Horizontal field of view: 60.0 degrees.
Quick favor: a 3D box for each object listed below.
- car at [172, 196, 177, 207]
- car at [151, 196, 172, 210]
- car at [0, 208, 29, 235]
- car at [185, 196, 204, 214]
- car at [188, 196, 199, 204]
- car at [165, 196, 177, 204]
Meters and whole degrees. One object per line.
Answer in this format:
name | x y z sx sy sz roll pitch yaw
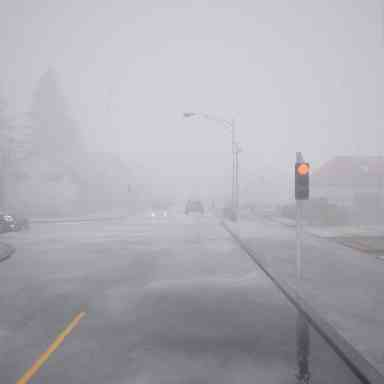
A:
car | -3.934 1.352 52.306 2.097 1.767 4.553 0 0 0
car | -3.971 1.505 42.263 1.837 1.490 4.892 0 0 0
car | -11.320 1.352 17.954 4.553 1.767 2.097 0 0 -1
car | 0.236 1.491 35.339 2.128 1.511 4.902 0 0 0
car | 0.290 1.491 62.574 2.128 1.511 4.902 0 0 0
car | -3.869 1.477 62.378 1.882 1.535 5.008 0 0 1
